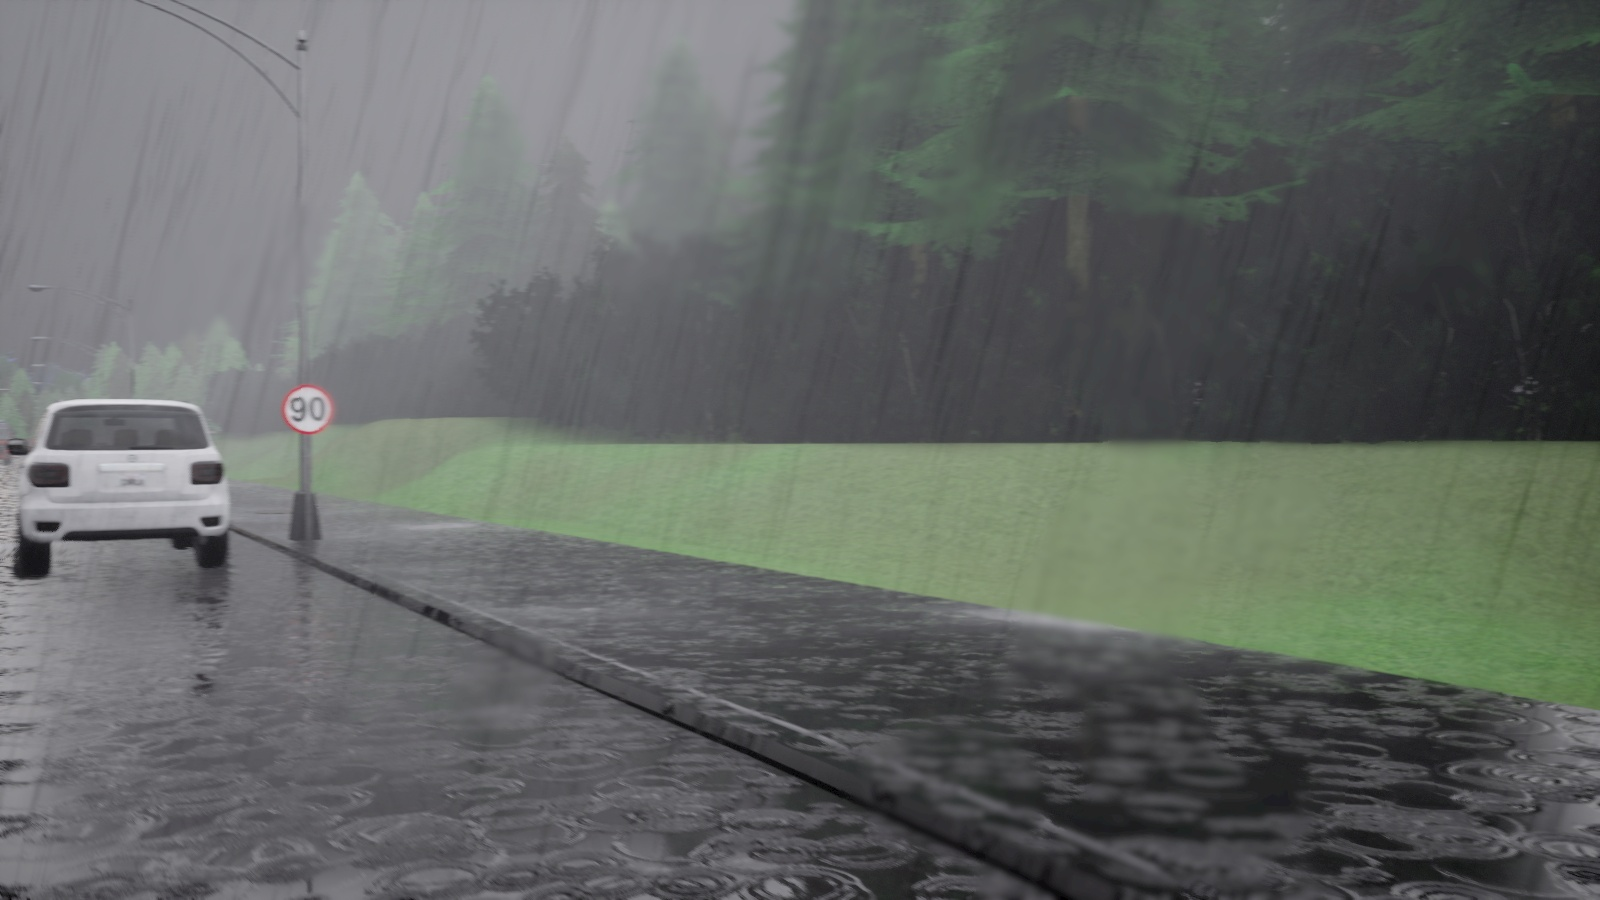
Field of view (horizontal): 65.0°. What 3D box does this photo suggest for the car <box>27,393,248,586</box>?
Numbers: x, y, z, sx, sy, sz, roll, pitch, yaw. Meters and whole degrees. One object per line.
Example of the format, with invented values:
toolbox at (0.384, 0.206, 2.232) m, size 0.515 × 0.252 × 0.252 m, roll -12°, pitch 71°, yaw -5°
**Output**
car at (-8.701, 0.395, 16.257) m, size 2.150 × 2.045 × 5.566 m, roll 0°, pitch 1°, yaw -31°
